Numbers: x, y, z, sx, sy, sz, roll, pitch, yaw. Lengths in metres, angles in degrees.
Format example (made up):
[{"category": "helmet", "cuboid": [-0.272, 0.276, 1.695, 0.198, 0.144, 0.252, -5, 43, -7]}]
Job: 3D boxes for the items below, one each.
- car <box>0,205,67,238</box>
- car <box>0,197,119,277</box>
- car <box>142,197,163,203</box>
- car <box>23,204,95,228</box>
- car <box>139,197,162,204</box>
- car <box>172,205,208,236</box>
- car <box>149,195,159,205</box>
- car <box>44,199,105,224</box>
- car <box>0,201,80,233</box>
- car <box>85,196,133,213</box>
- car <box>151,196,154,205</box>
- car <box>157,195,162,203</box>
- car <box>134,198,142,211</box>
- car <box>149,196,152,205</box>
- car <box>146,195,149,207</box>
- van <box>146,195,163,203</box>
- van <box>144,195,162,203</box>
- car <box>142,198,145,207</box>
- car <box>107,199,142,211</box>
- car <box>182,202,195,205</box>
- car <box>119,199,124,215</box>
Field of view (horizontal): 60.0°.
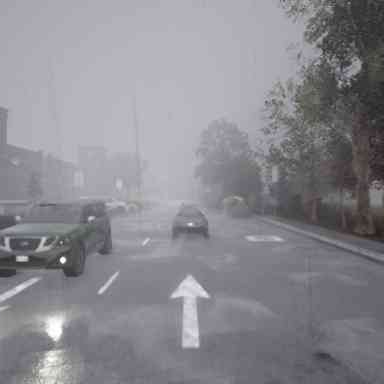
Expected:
[{"category": "car", "cuboid": [-9.597, 1.607, 18.411, 5.008, 1.535, 2.097, -1, 0, -21]}, {"category": "car", "cuboid": [-4.152, 1.295, 10.861, 2.150, 2.045, 5.566, 0, -1, 0]}, {"category": "car", "cuboid": [-10.362, 2.152, 87.464, 5.008, 1.535, 2.097, -1, 0, -21]}, {"category": "car", "cuboid": [-9.663, 1.685, 24.422, 4.674, 1.452, 2.002, -1, -1, -21]}, {"category": "car", "cuboid": [-10.468, 2.154, 84.394, 5.366, 1.575, 1.946, -1, 0, -21]}, {"category": "car", "cuboid": [-0.105, 1.681, 19.456, 1.994, 1.385, 4.181, 0, 0, -1]}, {"category": "car", "cuboid": [-10.089, 2.017, 69.447, 4.892, 1.521, 2.231, -1, -1, -21]}, {"category": "car", "cuboid": [-9.659, 1.537, 27.432, 4.553, 1.767, 2.185, -1, 0, -21]}, {"category": "car", "cuboid": [-9.668, 1.501, 21.414, 4.553, 1.767, 2.185, -1, -1, -21]}, {"category": "car", "cuboid": [-9.744, 1.474, 36.447, 5.566, 2.045, 2.435, -1, -1, -20]}, {"category": "car", "cuboid": [-9.981, 1.968, 60.447, 4.674, 1.452, 2.002, -1, -1, -21]}, {"category": "car", "cuboid": [-9.946, 2.040, 72.514, 5.366, 1.575, 1.946, -1, -1, -21]}, {"category": "car", "cuboid": [-9.642, 1.766, 42.506, 5.366, 1.575, 1.946, -1, -1, -20]}, {"category": "car", "cuboid": [-9.921, 1.929, 57.456, 4.792, 1.488, 2.163, -1, -1, -21]}, {"category": "car", "cuboid": [-9.952, 1.747, 54.437, 4.553, 1.767, 2.185, -1, -1, -21]}, {"category": "van", "cuboid": [-10.589, 1.908, 93.409, 4.442, 1.987, 1.878, -1, 0, -21]}, {"category": "van", "cuboid": [-10.527, 1.918, 90.409, 4.442, 1.987, 1.878, -1, 0, -21]}, {"category": "car", "cuboid": [-9.831, 1.544, 45.464, 5.566, 2.045, 2.435, -1, -1, -21]}, {"category": "car", "cuboid": [-9.862, 1.860, 48.439, 4.674, 1.452, 2.002, -1, 0, -21]}, {"category": "car", "cuboid": [-0.400, 1.854, 39.684, 1.895, 1.301, 4.718, 0, 0, -1]}, {"category": "car", "cuboid": [-9.716, 1.733, 33.446, 4.792, 1.488, 2.163, -1, -1, -21]}]
